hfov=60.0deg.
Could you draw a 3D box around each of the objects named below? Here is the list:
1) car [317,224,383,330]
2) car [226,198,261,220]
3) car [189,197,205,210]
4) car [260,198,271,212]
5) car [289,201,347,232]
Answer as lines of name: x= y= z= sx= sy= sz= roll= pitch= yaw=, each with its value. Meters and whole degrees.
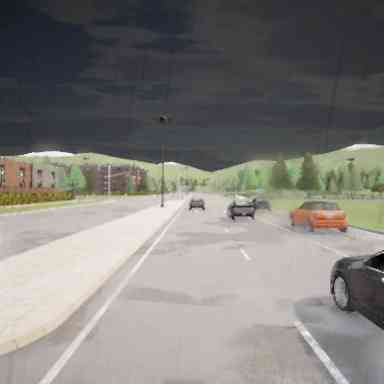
car: x=3.687 y=1.500 z=4.775 sx=1.837 sy=1.490 sz=4.892 roll=0 pitch=0 yaw=0
car: x=3.931 y=1.440 z=27.237 sx=2.128 sy=1.511 sz=4.902 roll=0 pitch=0 yaw=1
car: x=0.605 y=1.408 z=40.879 sx=2.128 sy=1.511 sz=4.902 roll=0 pitch=0 yaw=1
car: x=7.562 y=1.437 z=37.454 sx=1.837 sy=1.490 sz=4.892 roll=0 pitch=0 yaw=1
car: x=7.337 y=1.320 z=19.768 sx=2.097 sy=1.767 sz=4.553 roll=0 pitch=0 yaw=1
